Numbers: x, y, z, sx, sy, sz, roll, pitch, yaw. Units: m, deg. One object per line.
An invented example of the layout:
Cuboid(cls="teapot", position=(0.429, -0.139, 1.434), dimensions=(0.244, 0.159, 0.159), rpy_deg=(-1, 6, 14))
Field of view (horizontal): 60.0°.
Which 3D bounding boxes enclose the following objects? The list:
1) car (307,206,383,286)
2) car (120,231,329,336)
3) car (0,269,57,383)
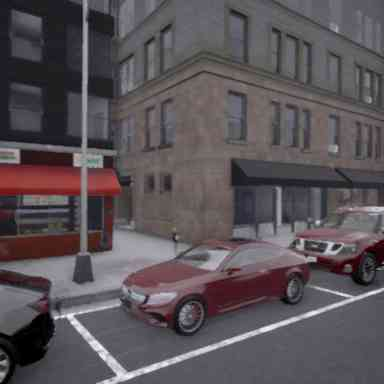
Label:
Cuboid(cls="car", position=(5.065, 1.380, 9.807), dimensions=(5.009, 1.841, 2.192), rpy_deg=(0, 0, -36))
Cuboid(cls="car", position=(0.662, 1.610, 6.662), dimensions=(4.206, 1.307, 1.802), rpy_deg=(0, 0, -36))
Cuboid(cls="car", position=(-3.740, 1.558, 3.518), dimensions=(4.313, 1.339, 1.947), rpy_deg=(0, 0, -36))
